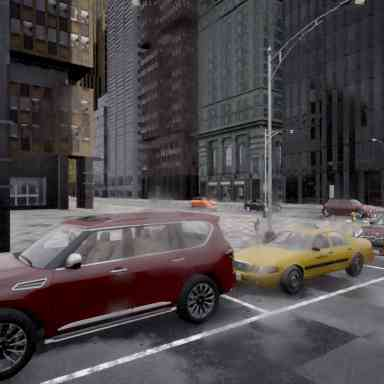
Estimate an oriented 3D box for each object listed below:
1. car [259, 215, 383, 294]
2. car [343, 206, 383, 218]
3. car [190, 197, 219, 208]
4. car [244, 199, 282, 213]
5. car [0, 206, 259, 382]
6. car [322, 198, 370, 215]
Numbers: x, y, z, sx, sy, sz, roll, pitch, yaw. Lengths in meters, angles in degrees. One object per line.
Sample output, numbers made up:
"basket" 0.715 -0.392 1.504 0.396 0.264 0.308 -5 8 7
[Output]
"car" 2.934 1.525 8.746 4.829 1.417 1.752 0 0 -36
"car" 7.632 1.439 12.099 4.097 1.590 1.967 0 0 -36
"car" 1.742 1.461 46.906 2.097 1.767 4.553 0 0 -36
"car" 8.049 1.582 38.034 1.837 1.490 4.892 0 0 -35
"car" -1.489 1.315 5.592 5.009 1.841 2.192 0 0 -36
"car" 14.027 1.398 29.646 2.097 1.767 4.553 0 0 -35
